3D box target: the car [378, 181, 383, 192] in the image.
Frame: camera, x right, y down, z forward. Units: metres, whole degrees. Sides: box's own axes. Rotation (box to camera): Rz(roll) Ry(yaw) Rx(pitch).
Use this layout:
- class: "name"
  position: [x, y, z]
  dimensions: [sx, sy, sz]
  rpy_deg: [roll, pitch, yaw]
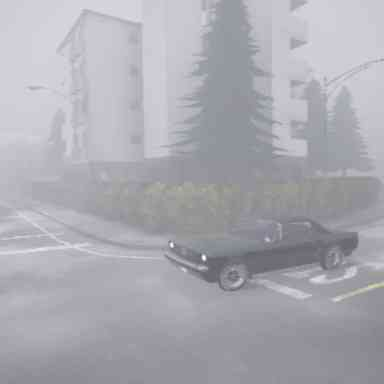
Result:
- class: "car"
  position: [23.500, -0.542, 40.305]
  dimensions: [1.812, 1.442, 4.674]
  rpy_deg: [-1, 3, 2]

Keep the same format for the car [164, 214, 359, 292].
- class: "car"
  position: [1.757, 1.255, 8.071]
  dimensions: [4.718, 1.301, 1.895]
  rpy_deg: [-2, 3, -29]
